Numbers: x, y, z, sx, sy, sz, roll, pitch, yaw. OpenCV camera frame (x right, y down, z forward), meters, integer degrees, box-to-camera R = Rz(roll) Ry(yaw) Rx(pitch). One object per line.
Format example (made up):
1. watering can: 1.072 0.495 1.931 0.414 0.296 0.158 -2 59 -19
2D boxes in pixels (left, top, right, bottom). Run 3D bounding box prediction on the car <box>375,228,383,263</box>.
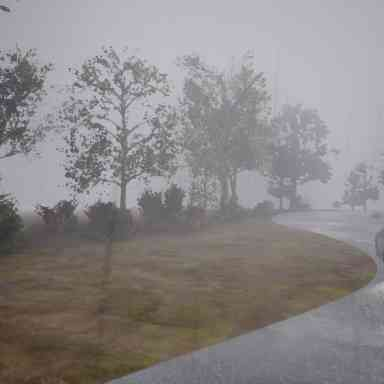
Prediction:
1. car: 6.830 1.562 10.097 1.994 1.385 4.181 0 0 23
